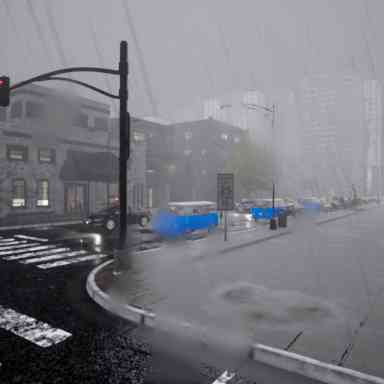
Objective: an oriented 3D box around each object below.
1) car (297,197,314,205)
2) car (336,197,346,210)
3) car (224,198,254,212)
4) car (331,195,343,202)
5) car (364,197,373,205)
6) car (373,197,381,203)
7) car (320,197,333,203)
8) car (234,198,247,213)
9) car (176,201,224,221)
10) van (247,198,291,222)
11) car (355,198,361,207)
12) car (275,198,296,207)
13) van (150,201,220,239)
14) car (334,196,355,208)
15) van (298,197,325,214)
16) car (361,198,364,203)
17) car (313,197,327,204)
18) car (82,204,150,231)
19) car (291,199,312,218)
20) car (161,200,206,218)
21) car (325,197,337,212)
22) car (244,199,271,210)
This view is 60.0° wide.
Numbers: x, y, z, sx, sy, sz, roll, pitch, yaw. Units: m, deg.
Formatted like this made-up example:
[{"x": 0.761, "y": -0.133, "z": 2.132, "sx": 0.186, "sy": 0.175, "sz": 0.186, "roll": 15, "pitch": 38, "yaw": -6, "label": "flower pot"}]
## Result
[{"x": 21.574, "y": 1.705, "z": 63.151, "sx": 1.887, "sy": 1.381, "sz": 4.507, "roll": 0, "pitch": 0, "yaw": 35, "label": "car"}, {"x": 18.920, "y": 1.729, "z": 44.761, "sx": 1.947, "sy": 1.339, "sz": 4.313, "roll": 0, "pitch": 0, "yaw": 35, "label": "car"}, {"x": 5.732, "y": 1.506, "z": 40.542, "sx": 1.967, "sy": 1.590, "sz": 4.097, "roll": 0, "pitch": 0, "yaw": 35, "label": "car"}, {"x": 37.418, "y": 1.712, "z": 85.761, "sx": 1.967, "sy": 1.590, "sz": 4.097, "roll": 0, "pitch": 0, "yaw": 35, "label": "car"}, {"x": 34.764, "y": 1.809, "z": 67.372, "sx": 1.887, "sy": 1.381, "sz": 4.507, "roll": 0, "pitch": 0, "yaw": 35, "label": "car"}, {"x": 44.271, "y": 1.899, "z": 80.938, "sx": 1.947, "sy": 1.339, "sz": 4.313, "roll": 0, "pitch": 0, "yaw": 35, "label": "car"}, {"x": 31.080, "y": 1.792, "z": 76.717, "sx": 1.947, "sy": 1.339, "sz": 4.313, "roll": 0, "pitch": 0, "yaw": 35, "label": "car"}, {"x": 6.491, "y": 1.604, "z": 37.083, "sx": 1.812, "sy": 1.442, "sz": 4.674, "roll": 1, "pitch": 0, "yaw": 35, "label": "car"}, {"x": 0.810, "y": 1.554, "z": 29.001, "sx": 1.837, "sy": 1.490, "sz": 4.892, "roll": 1, "pitch": 0, "yaw": 35, "label": "car"}, {"x": 6.246, "y": 1.436, "z": 26.674, "sx": 1.690, "sy": 1.788, "sz": 3.998, "roll": 0, "pitch": 0, "yaw": 35, "label": "van"}, {"x": 25.260, "y": 1.516, "z": 53.807, "sx": 2.192, "sy": 1.841, "sz": 5.009, "roll": 0, "pitch": 0, "yaw": 35, "label": "car"}, {"x": 15.237, "y": 1.665, "z": 54.107, "sx": 1.887, "sy": 1.381, "sz": 4.507, "roll": 0, "pitch": 0, "yaw": 35, "label": "car"}, {"x": -0.091, "y": 1.406, "z": 17.629, "sx": 1.690, "sy": 1.788, "sz": 3.998, "roll": 0, "pitch": 0, "yaw": 35, "label": "van"}, {"x": 22.091, "y": 1.497, "z": 49.284, "sx": 2.192, "sy": 1.841, "sz": 5.009, "roll": 0, "pitch": 0, "yaw": 35, "label": "car"}, {"x": 12.584, "y": 1.469, "z": 35.718, "sx": 1.690, "sy": 1.788, "sz": 3.998, "roll": 0, "pitch": 0, "yaw": 35, "label": "van"}, {"x": 28.525, "y": 1.748, "z": 58.467, "sx": 1.752, "sy": 1.417, "sz": 4.829, "roll": 0, "pitch": 0, "yaw": 35, "label": "car"}, {"x": 27.814, "y": 1.728, "z": 72.056, "sx": 1.752, "sy": 1.417, "sz": 4.829, "roll": 0, "pitch": 0, "yaw": 35, "label": "car"}, {"x": -4.653, "y": 1.528, "z": 21.207, "sx": 1.837, "sy": 1.490, "sz": 4.892, "roll": 1, "pitch": 0, "yaw": 35, "label": "car"}, {"x": 9.414, "y": 1.655, "z": 31.195, "sx": 1.887, "sy": 1.381, "sz": 4.507, "roll": 0, "pitch": 0, "yaw": 35, "label": "car"}, {"x": -0.705, "y": 1.558, "z": 31.358, "sx": 1.752, "sy": 1.417, "sz": 4.829, "roll": 0, "pitch": 0, "yaw": 35, "label": "car"}, {"x": 15.850, "y": 1.671, "z": 40.379, "sx": 1.752, "sy": 1.417, "sz": 4.829, "roll": 0, "pitch": 0, "yaw": 35, "label": "car"}, {"x": 8.899, "y": 1.628, "z": 45.064, "sx": 1.887, "sy": 1.381, "sz": 4.507, "roll": 0, "pitch": 0, "yaw": 35, "label": "car"}]
